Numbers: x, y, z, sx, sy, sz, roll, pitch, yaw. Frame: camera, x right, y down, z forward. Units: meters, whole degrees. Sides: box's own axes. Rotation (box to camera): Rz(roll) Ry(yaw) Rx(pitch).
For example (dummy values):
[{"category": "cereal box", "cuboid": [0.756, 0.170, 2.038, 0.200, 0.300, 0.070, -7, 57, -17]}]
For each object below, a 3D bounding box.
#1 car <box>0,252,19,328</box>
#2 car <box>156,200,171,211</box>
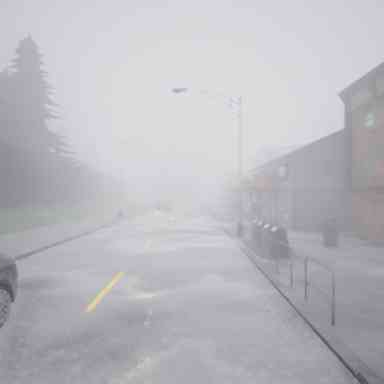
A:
[{"category": "car", "cuboid": [-4.099, 1.530, 4.163, 2.128, 1.511, 4.902, 0, -1, 0]}, {"category": "car", "cuboid": [-4.057, 1.920, 47.755, 2.128, 1.511, 4.902, 0, 0, 1]}]
